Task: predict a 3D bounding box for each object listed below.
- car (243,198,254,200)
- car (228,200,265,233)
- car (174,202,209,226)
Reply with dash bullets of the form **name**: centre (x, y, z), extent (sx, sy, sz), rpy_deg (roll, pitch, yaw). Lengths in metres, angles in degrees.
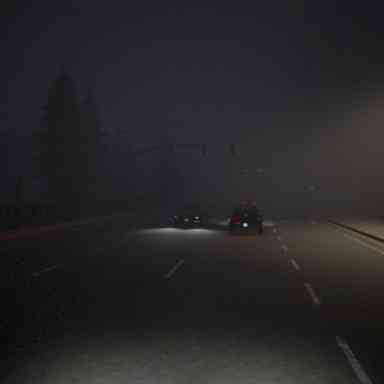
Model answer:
- **car**: centre (6.863, 1.477, 40.567), extent (1.812, 1.442, 4.674), rpy_deg (1, 0, 10)
- **car**: centre (3.196, 1.467, 19.735), extent (1.837, 1.490, 4.892), rpy_deg (0, 0, 10)
- **car**: centre (0.068, 1.497, 22.845), extent (1.837, 1.490, 4.892), rpy_deg (0, 0, 10)
